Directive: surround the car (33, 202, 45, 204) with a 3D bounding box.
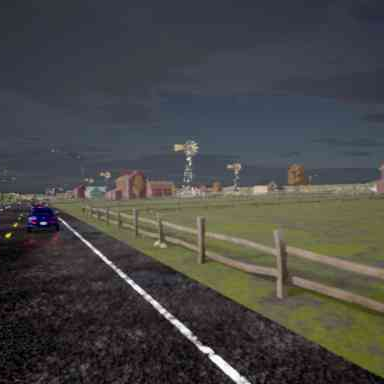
[{"bbox_3d":[-17.864,1.886,38.824,2.128,1.511,4.902,-1,0,-25],"label":"car"}]

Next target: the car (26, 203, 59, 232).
[{"bbox_3d":[-9.859,1.731,21.984,1.812,1.442,4.674,-1,0,-25],"label":"car"}]
